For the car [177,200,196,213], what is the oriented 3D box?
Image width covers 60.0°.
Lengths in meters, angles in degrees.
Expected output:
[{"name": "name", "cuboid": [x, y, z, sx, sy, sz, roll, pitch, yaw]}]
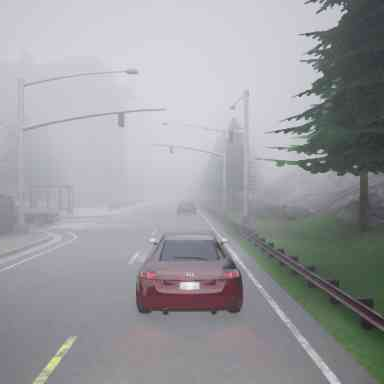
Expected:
[{"name": "car", "cuboid": [-0.618, 1.564, 36.349, 1.994, 1.385, 4.181, 0, 0, -2]}]

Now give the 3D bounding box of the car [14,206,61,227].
[{"name": "car", "cuboid": [-11.189, 1.586, 21.797, 4.718, 1.301, 1.895, 0, 0, -2]}]

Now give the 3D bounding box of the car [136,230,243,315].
[{"name": "car", "cuboid": [-0.072, 1.564, 7.657, 1.994, 1.385, 4.181, 0, 0, -1]}]
